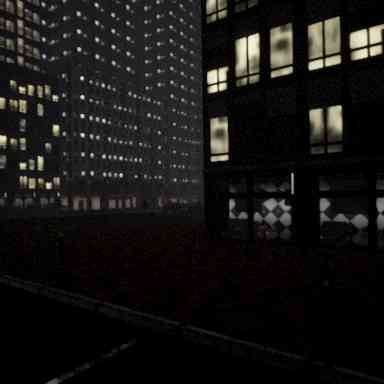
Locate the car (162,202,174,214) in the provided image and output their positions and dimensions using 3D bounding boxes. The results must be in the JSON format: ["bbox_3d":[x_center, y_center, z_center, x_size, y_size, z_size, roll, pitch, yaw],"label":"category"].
[{"bbox_3d":[-2.360,2.299,49.856,2.097,1.767,4.553,-1,-2,36],"label":"car"}]

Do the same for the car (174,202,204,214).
[{"bbox_3d":[0.211,2.430,47.862,2.033,1.411,5.357,-1,-2,36],"label":"car"}]

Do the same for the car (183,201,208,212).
[{"bbox_3d":[0.684,2.517,59.507,2.097,1.767,4.553,-1,-2,36],"label":"car"}]

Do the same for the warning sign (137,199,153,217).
[{"bbox_3d":[-5.049,1.736,35.865,1.300,1.860,1.060,0,0,36],"label":"warning sign"}]

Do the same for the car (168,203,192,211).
[{"bbox_3d":[-2.113,2.754,61.185,1.812,1.442,4.674,-1,-2,36],"label":"car"}]
